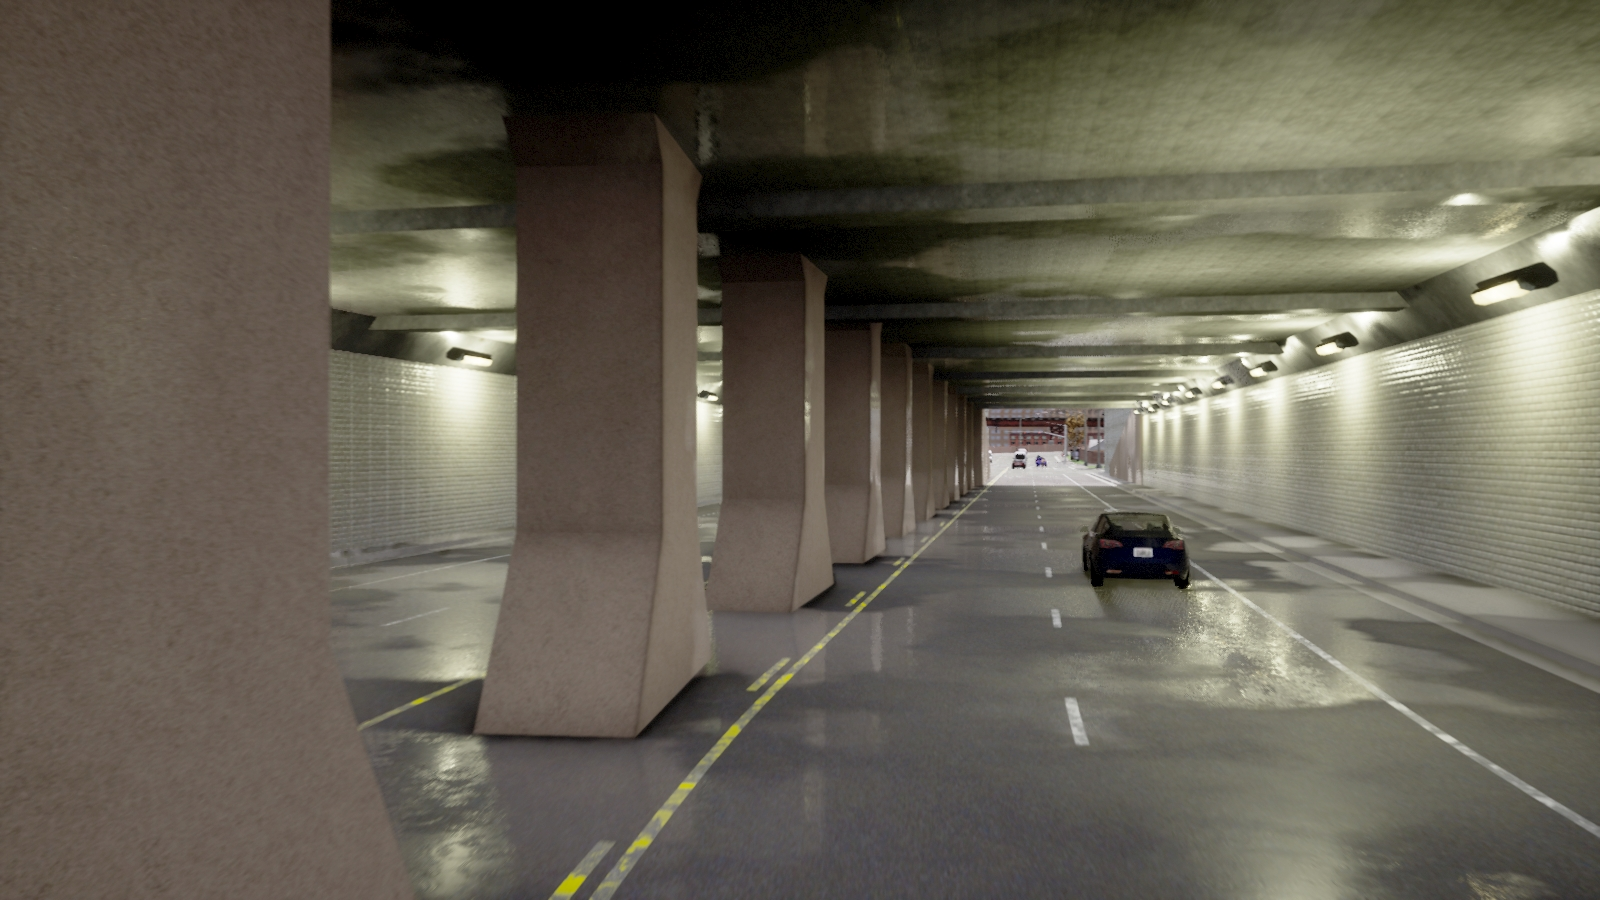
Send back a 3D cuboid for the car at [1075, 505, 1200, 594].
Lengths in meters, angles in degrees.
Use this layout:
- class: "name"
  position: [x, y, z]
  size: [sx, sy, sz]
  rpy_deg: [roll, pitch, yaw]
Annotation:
- class: "car"
  position: [7.180, 2.064, 24.788]
  size: [2.163, 1.488, 4.792]
  rpy_deg: [0, 0, 11]
